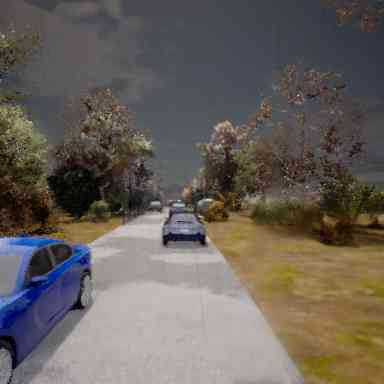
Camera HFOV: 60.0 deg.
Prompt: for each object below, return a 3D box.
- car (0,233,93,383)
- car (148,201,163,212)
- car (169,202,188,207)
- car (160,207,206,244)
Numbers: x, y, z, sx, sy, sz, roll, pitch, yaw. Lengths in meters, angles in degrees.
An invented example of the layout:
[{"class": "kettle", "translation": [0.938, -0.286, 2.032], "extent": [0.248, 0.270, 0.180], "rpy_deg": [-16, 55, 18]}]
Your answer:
[{"class": "car", "translation": [-2.955, 1.486, 4.992], "extent": [1.882, 1.535, 5.008], "rpy_deg": [0, 0, -1]}, {"class": "car", "translation": [-4.961, 1.986, 45.706], "extent": [1.812, 1.442, 4.674], "rpy_deg": [0, -1, -3]}, {"class": "car", "translation": [-1.355, 1.770, 33.670], "extent": [1.812, 1.442, 4.674], "rpy_deg": [0, -1, -3]}, {"class": "car", "translation": [-0.415, 1.625, 16.180], "extent": [1.994, 1.385, 4.181], "rpy_deg": [0, 0, -3]}]
